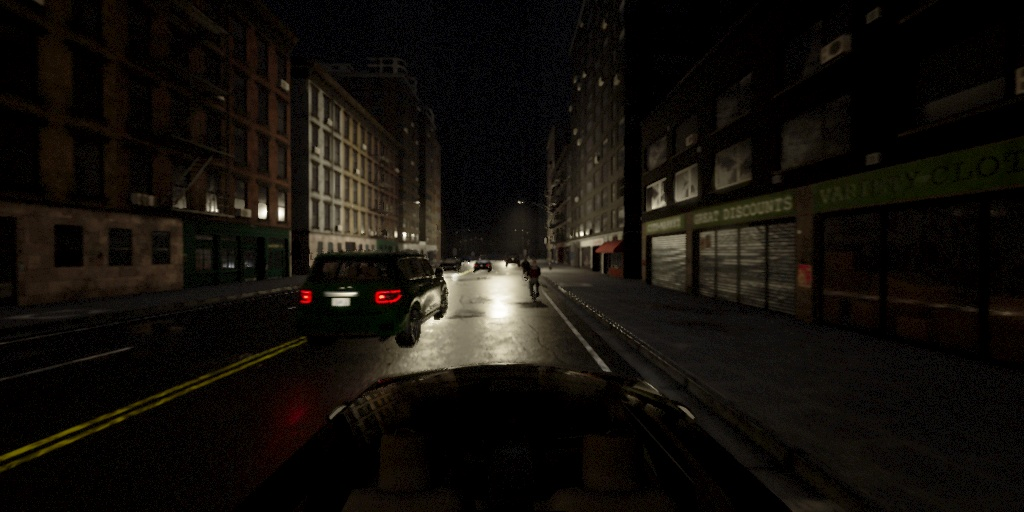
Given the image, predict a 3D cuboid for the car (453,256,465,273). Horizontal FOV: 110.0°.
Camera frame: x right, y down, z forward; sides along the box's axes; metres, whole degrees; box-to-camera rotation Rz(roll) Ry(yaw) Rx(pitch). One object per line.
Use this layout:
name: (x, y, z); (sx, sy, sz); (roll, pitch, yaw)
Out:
car: (-6.569, 0.957, 38.440); (1.882, 1.535, 5.008); (0, 0, 0)

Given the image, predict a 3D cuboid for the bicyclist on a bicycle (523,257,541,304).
bicyclist on a bicycle: (0.900, 1.025, 14.724); (0.659, 1.776, 1.843); (0, 1, 0)

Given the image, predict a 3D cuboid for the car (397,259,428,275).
car: (-9.823, 1.025, 35.781); (1.812, 1.442, 4.674); (0, 0, 0)

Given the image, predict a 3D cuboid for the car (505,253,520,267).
car: (0.121, 0.570, 55.643); (2.150, 2.045, 5.566); (0, 1, 0)

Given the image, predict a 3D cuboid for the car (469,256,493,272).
car: (-3.130, 1.019, 39.458); (2.033, 1.411, 5.357); (0, 0, 0)

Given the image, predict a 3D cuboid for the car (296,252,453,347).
car: (-3.146, 0.916, 9.280); (2.150, 2.045, 5.566); (0, 0, 0)

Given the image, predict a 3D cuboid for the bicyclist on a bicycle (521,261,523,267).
bicyclist on a bicycle: (0.906, 0.956, 24.194); (0.659, 1.776, 1.843); (0, 1, 0)
